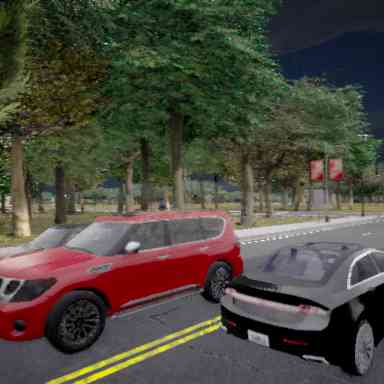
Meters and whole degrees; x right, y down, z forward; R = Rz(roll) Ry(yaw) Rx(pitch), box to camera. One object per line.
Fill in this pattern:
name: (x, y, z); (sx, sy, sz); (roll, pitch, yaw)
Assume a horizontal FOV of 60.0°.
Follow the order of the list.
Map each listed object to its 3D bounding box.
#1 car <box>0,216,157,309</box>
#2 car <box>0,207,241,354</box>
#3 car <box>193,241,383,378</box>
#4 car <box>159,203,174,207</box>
car: (-3.452, 1.684, 9.342); (4.553, 1.767, 2.097); (1, -2, -45)
car: (-1.190, 1.452, 7.017); (5.566, 2.045, 2.150); (1, -2, -45)
car: (2.550, 1.632, 5.849); (4.902, 1.511, 2.128); (1, -2, -45)
car: (-4.689, 3.271, 69.747); (2.150, 2.045, 5.566); (1, -2, -45)
